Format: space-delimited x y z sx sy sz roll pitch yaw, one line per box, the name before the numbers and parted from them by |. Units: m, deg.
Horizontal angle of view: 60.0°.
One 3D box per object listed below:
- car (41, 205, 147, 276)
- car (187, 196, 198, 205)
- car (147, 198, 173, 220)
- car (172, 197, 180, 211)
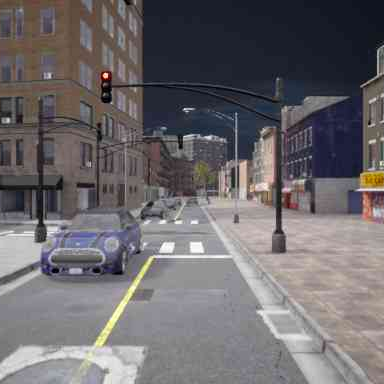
car | -2.859 1.351 10.409 2.097 1.767 4.553 0 0 0
car | 0.051 1.508 59.333 2.128 1.511 4.902 0 0 0
car | -3.051 1.508 28.411 1.837 1.490 4.892 0 0 4
car | -2.882 1.513 41.347 1.837 1.490 4.892 0 0 0
